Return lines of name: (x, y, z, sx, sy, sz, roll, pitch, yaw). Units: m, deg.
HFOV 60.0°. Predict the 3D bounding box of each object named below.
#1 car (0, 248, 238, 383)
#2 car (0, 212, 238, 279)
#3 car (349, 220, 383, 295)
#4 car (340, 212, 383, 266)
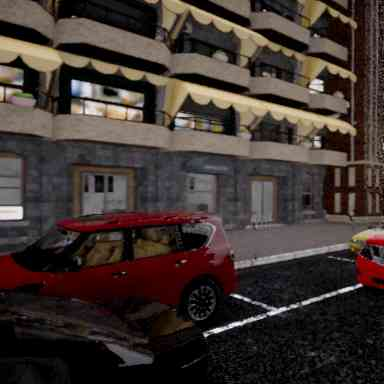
car: (-2.152, 1.479, 1.837, 5.008, 1.535, 1.882, 0, 0, -35)
car: (-1.470, 1.313, 5.494, 5.009, 1.841, 2.192, 0, 1, -35)
car: (6.054, 1.210, 7.569, 5.566, 2.045, 2.150, 0, 0, -35)
car: (7.457, 1.506, 11.861, 4.829, 1.417, 1.752, 0, 1, -35)
